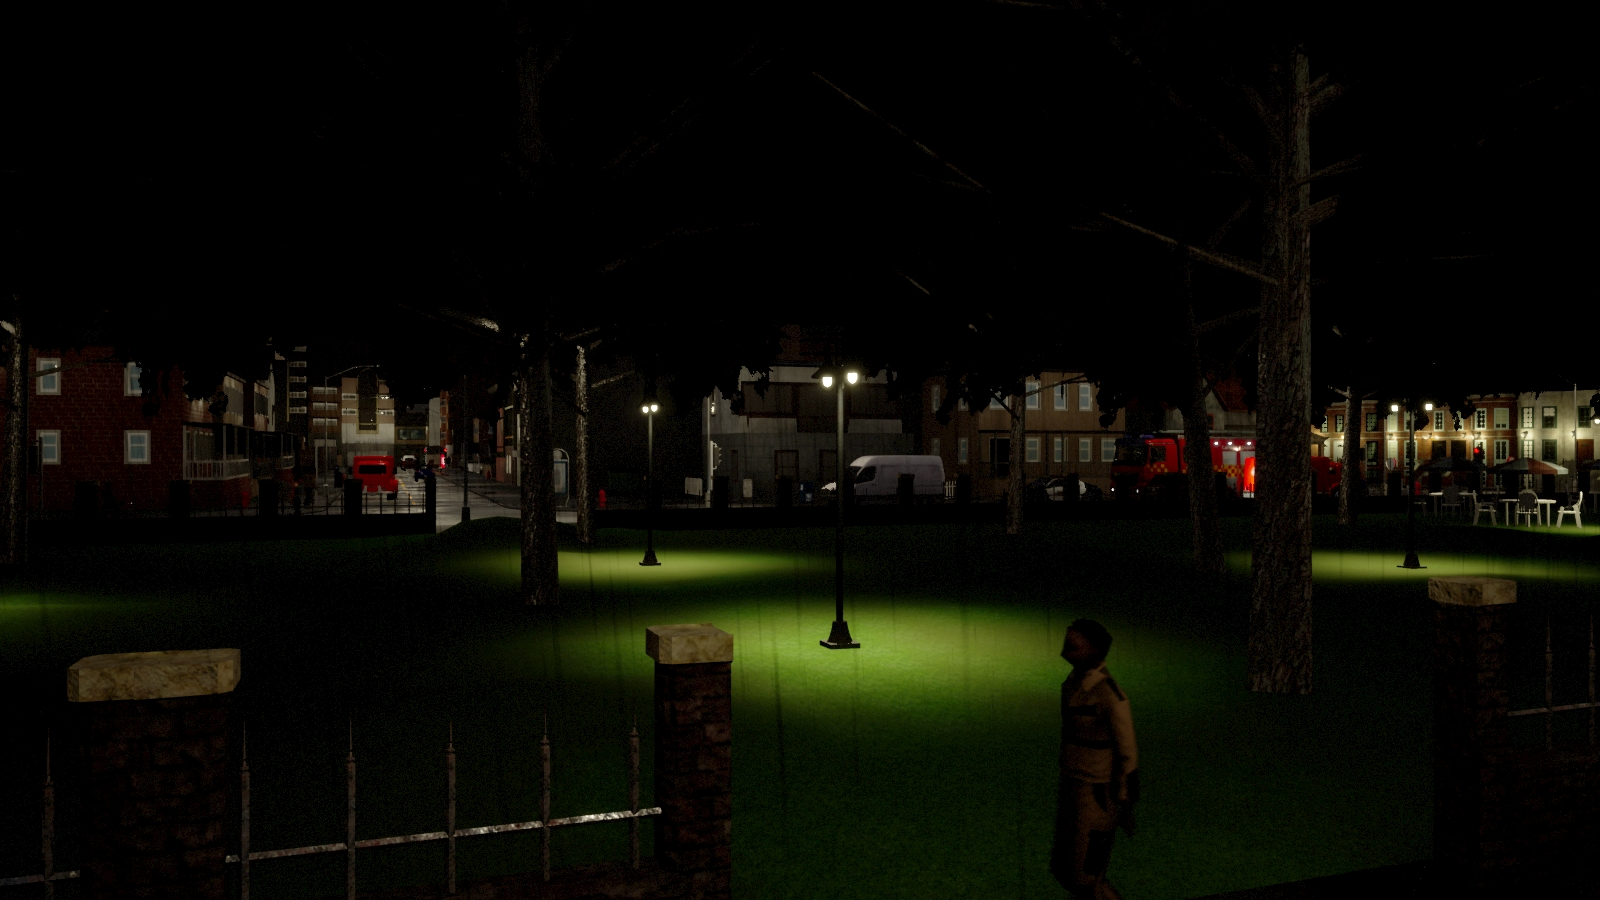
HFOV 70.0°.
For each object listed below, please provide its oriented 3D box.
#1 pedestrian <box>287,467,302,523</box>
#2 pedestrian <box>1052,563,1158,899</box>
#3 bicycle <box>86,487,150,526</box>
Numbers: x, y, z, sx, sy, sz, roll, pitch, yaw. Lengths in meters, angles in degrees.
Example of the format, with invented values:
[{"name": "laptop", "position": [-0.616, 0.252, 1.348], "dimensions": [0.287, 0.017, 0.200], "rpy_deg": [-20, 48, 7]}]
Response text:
[{"name": "pedestrian", "position": [-17.143, 1.525, 38.748], "dimensions": [0.375, 1.860, 0.375], "rpy_deg": [0, 0, -6]}, {"name": "pedestrian", "position": [1.537, 1.525, 5.771], "dimensions": [0.375, 1.860, 0.375], "rpy_deg": [0, 0, -18]}, {"name": "bicycle", "position": [-23.409, 1.940, 39.228], "dimensions": [1.835, 1.271, 0.329], "rpy_deg": [0, 0, -20]}]
